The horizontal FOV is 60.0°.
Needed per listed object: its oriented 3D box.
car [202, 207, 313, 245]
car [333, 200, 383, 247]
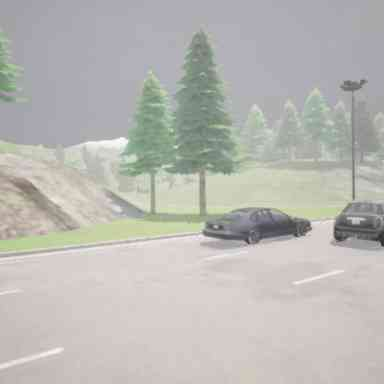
[{"bbox_3d":[2.970,1.368,14.505,5.357,1.411,2.033,-1,1,-36],"label":"car"},{"bbox_3d":[7.875,1.113,13.720,4.553,1.767,2.097,-1,1,-36],"label":"car"}]
